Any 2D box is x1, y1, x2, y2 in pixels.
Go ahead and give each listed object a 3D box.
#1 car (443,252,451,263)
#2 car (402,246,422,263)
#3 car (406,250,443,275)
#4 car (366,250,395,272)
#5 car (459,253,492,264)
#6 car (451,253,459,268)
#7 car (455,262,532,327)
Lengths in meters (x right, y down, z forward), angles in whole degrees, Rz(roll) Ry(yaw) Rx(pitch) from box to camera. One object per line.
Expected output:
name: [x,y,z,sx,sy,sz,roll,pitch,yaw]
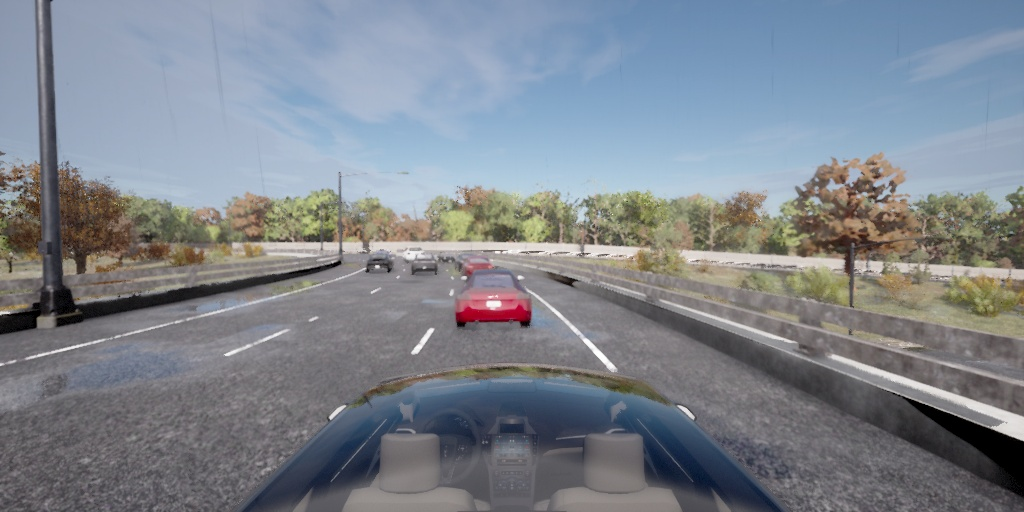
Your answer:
car: [-7.765,0.222,42.697,1.895,1.301,4.718,-1,2,-20]
car: [-12.312,-0.203,44.606,2.150,2.045,5.566,-1,2,-23]
car: [-6.622,0.542,27.224,2.128,1.511,4.902,0,2,-13]
car: [-10.787,0.495,29.476,1.837,1.490,4.892,0,1,-14]
car: [-2.194,0.695,22.715,1.812,1.442,4.674,0,2,-11]
car: [-3.829,0.482,30.464,1.812,1.442,4.674,0,2,-14]
car: [-0.570,1.067,10.582,1.994,1.385,4.181,0,1,-4]
